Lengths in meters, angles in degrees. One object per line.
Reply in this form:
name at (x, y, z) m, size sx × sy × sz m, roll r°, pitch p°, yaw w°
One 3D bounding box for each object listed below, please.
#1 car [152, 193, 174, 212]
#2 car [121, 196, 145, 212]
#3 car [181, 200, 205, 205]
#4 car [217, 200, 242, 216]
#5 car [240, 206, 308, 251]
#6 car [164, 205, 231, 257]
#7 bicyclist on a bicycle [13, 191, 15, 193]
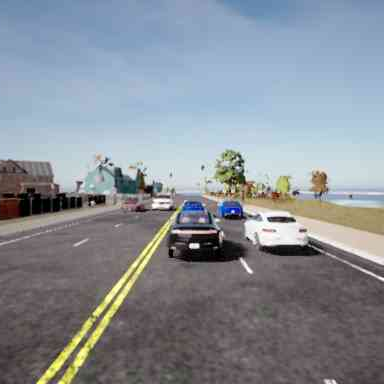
car at (-3.329, 1.158, 38.739) m, size 2.150 × 2.045 × 5.566 m, roll 0°, pitch 0°, yaw 0°
car at (-6.581, 1.291, 37.330) m, size 2.097 × 1.767 × 4.553 m, roll 0°, pitch 0°, yaw 0°
car at (0.092, 1.427, 29.504) m, size 1.882 × 1.535 × 5.008 m, roll 0°, pitch 0°, yaw 0°
car at (3.341, 1.427, 29.491) m, size 1.882 × 1.535 × 5.008 m, roll 0°, pitch 0°, yaw 0°
car at (3.339, 1.499, 13.807) m, size 1.812 × 1.442 × 4.674 m, roll 0°, pitch 0°, yaw 0°
car at (0.085, 1.466, 12.815) m, size 2.128 × 1.511 × 4.902 m, roll 0°, pitch 0°, yaw 0°
bicyclist on a bicycle at (-29.608, 0.712, 55.450) m, size 0.582 × 1.620 × 1.656 m, roll 1°, pitch 0°, yaw -35°
